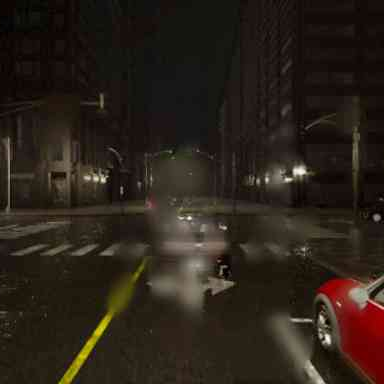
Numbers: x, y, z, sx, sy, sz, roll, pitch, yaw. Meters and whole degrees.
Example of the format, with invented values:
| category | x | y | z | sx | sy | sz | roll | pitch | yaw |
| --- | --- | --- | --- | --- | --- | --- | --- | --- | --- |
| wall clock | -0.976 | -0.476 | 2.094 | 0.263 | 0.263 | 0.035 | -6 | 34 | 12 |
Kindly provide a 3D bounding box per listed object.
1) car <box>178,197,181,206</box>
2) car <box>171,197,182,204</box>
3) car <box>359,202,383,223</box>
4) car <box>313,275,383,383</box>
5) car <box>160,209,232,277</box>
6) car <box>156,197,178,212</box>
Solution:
| category | x | y | z | sx | sy | sz | roll | pitch | yaw |
| --- | --- | --- | --- | --- | --- | --- | --- | --- | --- |
| car | -3.073 | 1.546 | 48.464 | 2.128 | 1.511 | 4.902 | 0 | 0 | 0 |
| car | -3.087 | 1.655 | 67.831 | 1.994 | 1.385 | 4.181 | 0 | 0 | 0 |
| car | 14.883 | 1.476 | 25.009 | 4.892 | 1.490 | 1.837 | 0 | 0 | 0 |
| car | 2.758 | 1.442 | 3.398 | 1.967 | 1.590 | 4.097 | 0 | 0 | 0 |
| car | 0.094 | 1.500 | 10.267 | 2.128 | 1.511 | 4.902 | 0 | 0 | 0 |
| car | -3.047 | 1.393 | 39.688 | 2.097 | 1.767 | 4.553 | 0 | 0 | -1 |
